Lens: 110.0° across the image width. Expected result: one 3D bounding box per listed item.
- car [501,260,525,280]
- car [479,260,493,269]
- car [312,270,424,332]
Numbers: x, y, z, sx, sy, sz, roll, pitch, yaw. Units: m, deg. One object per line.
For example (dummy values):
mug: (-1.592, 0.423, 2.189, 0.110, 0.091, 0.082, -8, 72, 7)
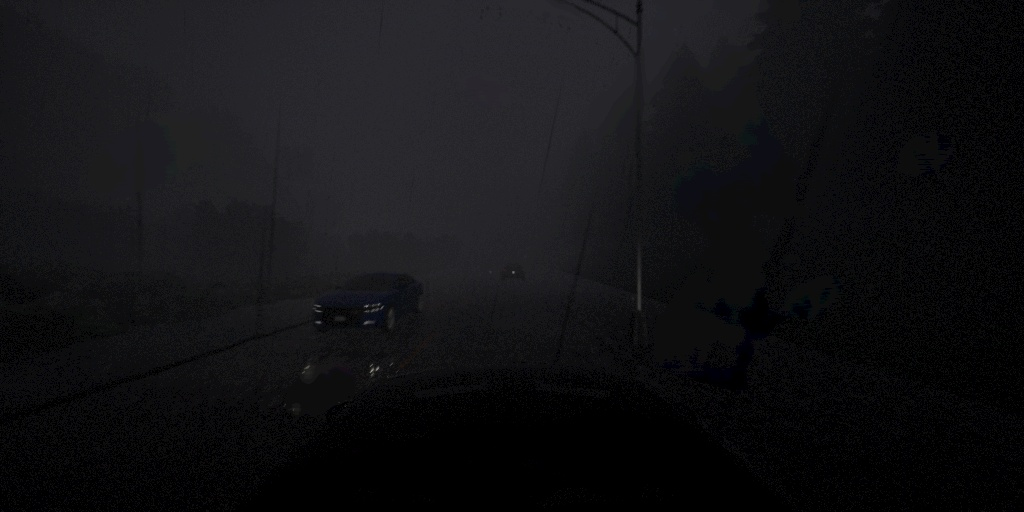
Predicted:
car: (0.115, 1.293, 30.780, 1.994, 1.385, 4.181, 0, 0, 0)
car: (-4.005, 1.312, 56.276, 1.895, 1.301, 4.718, 0, 0, 1)
car: (-4.094, 1.221, 11.006, 1.882, 1.535, 5.008, 0, 0, 0)
